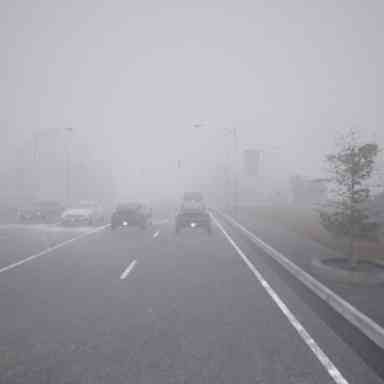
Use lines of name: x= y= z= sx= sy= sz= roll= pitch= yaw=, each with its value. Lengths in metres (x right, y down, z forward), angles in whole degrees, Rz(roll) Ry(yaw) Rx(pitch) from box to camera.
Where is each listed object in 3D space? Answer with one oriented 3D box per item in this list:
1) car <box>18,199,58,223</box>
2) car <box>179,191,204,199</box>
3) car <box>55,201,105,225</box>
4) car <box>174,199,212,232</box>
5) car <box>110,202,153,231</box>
car: x=-10.658 y=1.316 z=23.999 sx=1.837 sy=1.490 sz=4.892 roll=0 pitch=0 yaw=0
car: x=0.028 y=0.968 z=32.173 sx=2.150 sy=2.045 sz=5.566 roll=0 pitch=1 yaw=-2
car: x=-7.156 y=1.350 z=22.306 sx=1.812 sy=1.442 sz=4.674 roll=0 pitch=0 yaw=0
car: x=0.047 y=1.355 z=18.814 sx=1.837 sy=1.490 sz=4.892 roll=0 pitch=0 yaw=0
car: x=-3.454 y=1.350 z=19.544 sx=1.837 sy=1.490 sz=4.892 roll=0 pitch=0 yaw=0
